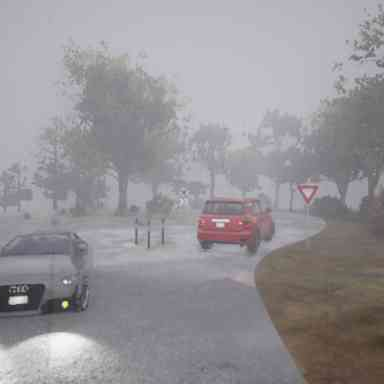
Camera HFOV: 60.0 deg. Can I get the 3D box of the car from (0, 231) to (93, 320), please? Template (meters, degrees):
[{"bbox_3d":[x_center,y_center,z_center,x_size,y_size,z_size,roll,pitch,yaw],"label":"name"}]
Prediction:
[{"bbox_3d":[-3.281,1.584,7.371,1.994,1.385,4.181,0,0,-13],"label":"car"}]

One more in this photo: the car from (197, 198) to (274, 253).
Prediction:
[{"bbox_3d":[2.036,1.260,14.180,2.150,2.045,5.566,0,0,23],"label":"car"}]
